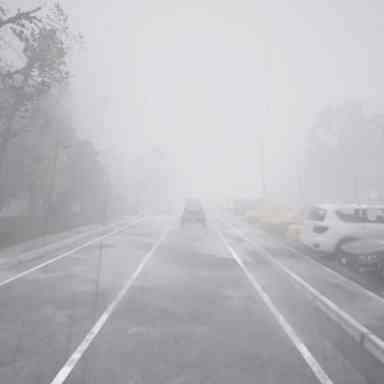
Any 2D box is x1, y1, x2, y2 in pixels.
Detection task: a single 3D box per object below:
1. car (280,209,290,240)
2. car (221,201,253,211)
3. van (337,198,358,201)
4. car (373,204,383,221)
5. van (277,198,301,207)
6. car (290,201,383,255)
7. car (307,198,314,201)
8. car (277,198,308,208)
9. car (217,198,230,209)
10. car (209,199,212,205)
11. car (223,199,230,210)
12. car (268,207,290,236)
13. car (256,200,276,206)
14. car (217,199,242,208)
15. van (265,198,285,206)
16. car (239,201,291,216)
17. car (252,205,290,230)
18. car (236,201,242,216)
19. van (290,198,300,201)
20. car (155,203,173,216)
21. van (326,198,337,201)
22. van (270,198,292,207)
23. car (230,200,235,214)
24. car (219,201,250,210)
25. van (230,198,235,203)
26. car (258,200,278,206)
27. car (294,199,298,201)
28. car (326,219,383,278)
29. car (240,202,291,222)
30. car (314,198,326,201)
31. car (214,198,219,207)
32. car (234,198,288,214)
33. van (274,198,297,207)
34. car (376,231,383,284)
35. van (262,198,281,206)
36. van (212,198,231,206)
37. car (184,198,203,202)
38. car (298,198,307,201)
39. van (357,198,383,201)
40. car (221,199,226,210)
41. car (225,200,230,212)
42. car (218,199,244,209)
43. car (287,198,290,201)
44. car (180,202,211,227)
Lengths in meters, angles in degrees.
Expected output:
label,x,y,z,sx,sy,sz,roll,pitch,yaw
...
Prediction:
label,x,y,z,sx,sy,sz,roll,pitch,yaw
car,7.054,1.732,15.034,5.366,1.575,1.946,0,0,0
car,7.193,2.222,53.887,4.892,1.521,2.231,0,-1,0
van,20.268,1.765,39.831,4.442,1.987,1.878,0,-1,0
car,20.113,1.896,31.522,4.792,1.488,2.163,0,-1,0
van,20.519,2.252,70.424,4.442,1.987,1.878,0,-1,0
car,6.874,1.464,12.261,5.566,2.045,2.435,0,0,0
car,20.192,1.872,48.142,5.566,2.045,2.435,0,-1,0
car,20.352,2.183,67.656,5.566,2.045,2.435,0,-1,0
car,6.979,2.174,51.113,5.366,1.575,1.946,0,-1,0
car,7.397,2.324,76.097,5.566,2.045,2.435,0,-1,0
car,7.089,2.118,45.560,4.792,1.488,2.163,0,-1,0
car,6.897,1.756,17.812,4.892,1.521,2.231,0,0,0
car,20.578,3.078,92.428,5.008,1.535,2.097,0,-2,0
car,7.247,2.273,64.992,4.553,1.767,2.185,0,-1,0
van,20.376,2.498,81.362,4.442,1.987,1.878,0,-2,0
car,7.167,1.841,28.912,5.366,1.575,1.946,0,-1,0
car,6.728,1.773,20.589,5.366,1.575,1.946,0,0,0
car,6.999,1.877,31.681,4.892,1.521,2.231,0,-1,0
van,20.428,2.076,59.345,4.442,1.987,1.878,0,-1,0
car,-3.266,2.056,39.538,2.033,1.411,5.357,0,-1,0
van,20.058,1.809,42.603,4.442,1.987,1.878,0,-1,0
van,20.332,2.341,75.973,4.442,1.987,1.878,0,-1,0
car,7.080,1.985,37.232,4.792,1.488,2.163,0,-1,0
car,7.203,2.266,56.663,4.892,1.521,2.231,0,-1,0
van,7.190,1.774,40.011,4.442,1.987,1.878,0,-1,0
car,20.555,2.991,89.659,4.892,1.521,2.231,0,-2,0
car,20.292,2.297,56.572,4.674,1.452,2.002,0,-1,0
car,6.828,1.695,9.484,5.008,1.535,2.097,0,0,0
car,6.775,1.816,26.262,5.366,1.575,1.946,0,0,0
car,20.169,1.828,45.372,5.566,2.045,2.435,0,-1,0
car,7.047,2.307,59.440,5.366,1.575,1.946,0,-1,0
car,7.059,1.788,34.461,4.553,1.767,2.185,0,-1,0
van,20.541,2.295,73.069,4.442,1.987,1.878,0,-1,0
car,6.771,1.704,6.708,4.792,1.488,2.163,0,0,0
van,20.655,2.675,86.897,4.442,1.987,1.878,0,-2,0
van,7.298,2.512,81.631,4.442,1.987,1.878,0,-2,0
car,0.189,1.767,42.163,2.150,2.045,5.566,0,-1,2
car,20.260,2.211,53.678,5.008,1.535,2.097,0,-1,0
van,19.998,1.679,34.278,4.442,1.987,1.878,0,-1,0
car,7.112,2.162,48.336,4.792,1.488,2.163,0,-1,0
car,7.067,2.074,42.784,4.792,1.488,2.163,0,-1,0
car,7.224,2.228,62.217,4.553,1.767,2.185,0,-1,0
car,20.331,2.384,61.986,4.674,1.452,2.002,0,-1,0
car,0.130,1.806,25.408,2.128,1.511,4.902,0,-1,0
